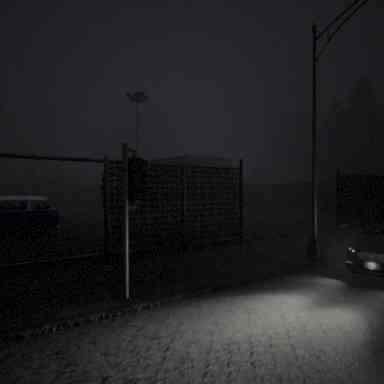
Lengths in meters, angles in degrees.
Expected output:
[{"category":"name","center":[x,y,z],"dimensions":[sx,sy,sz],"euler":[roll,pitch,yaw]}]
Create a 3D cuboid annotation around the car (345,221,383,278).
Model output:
[{"category":"car","center":[6.191,1.470,9.325],"dimensions":[4.902,1.511,2.128],"euler":[0,0,-37]}]
